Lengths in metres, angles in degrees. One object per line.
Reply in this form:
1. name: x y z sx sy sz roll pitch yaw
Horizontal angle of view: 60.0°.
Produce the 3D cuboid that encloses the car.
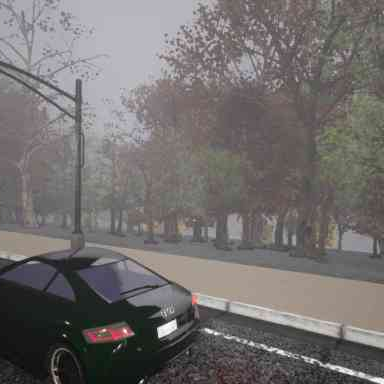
1. car: -1.915 1.563 5.055 4.181 1.385 1.994 0 0 36
